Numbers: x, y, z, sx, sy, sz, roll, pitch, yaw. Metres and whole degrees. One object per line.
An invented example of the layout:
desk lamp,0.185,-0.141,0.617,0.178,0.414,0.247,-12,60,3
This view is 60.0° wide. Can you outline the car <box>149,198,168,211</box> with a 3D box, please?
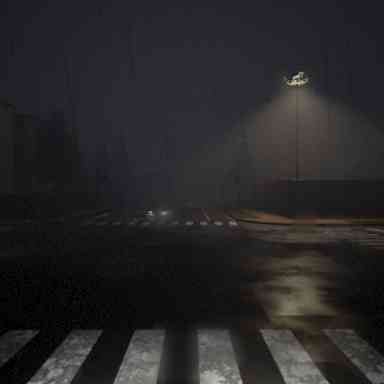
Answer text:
car,-4.085,1.531,41.130,1.882,1.535,5.008,0,0,0
